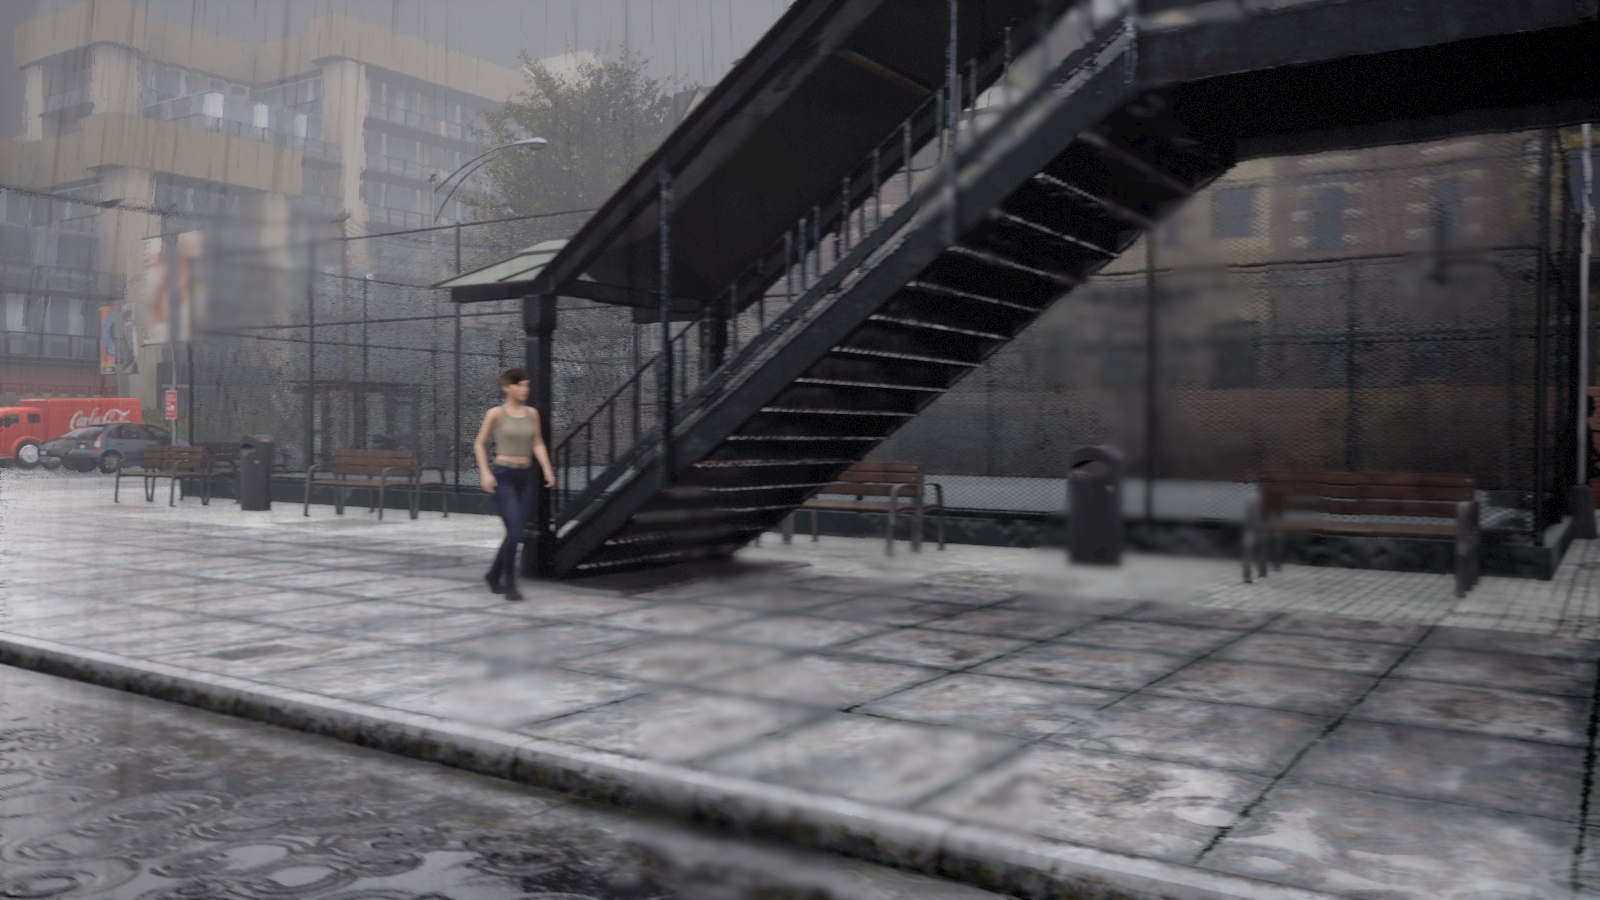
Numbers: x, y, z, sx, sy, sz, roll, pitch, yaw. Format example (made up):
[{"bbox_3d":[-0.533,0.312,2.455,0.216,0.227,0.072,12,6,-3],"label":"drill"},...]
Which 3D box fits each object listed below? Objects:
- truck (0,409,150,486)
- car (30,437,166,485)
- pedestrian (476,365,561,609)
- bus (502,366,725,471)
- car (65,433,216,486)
[{"bbox_3d":[-27.119,-0.158,45.928,2.627,2.467,5.204,0,3,33],"label":"truck"},{"bbox_3d":[-24.393,0.347,43.715,1.789,1.549,3.705,0,1,33],"label":"car"},{"bbox_3d":[-2.199,0.276,9.791,0.594,1.836,0.345,0,1,41],"label":"pedestrian"},{"bbox_3d":[-8.039,-1.326,56.050,3.944,4.253,10.273,0,1,34],"label":"bus"},{"bbox_3d":[-21.687,0.272,41.433,1.851,1.617,3.988,0,1,33],"label":"car"}]
